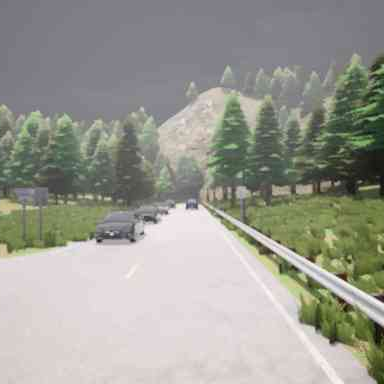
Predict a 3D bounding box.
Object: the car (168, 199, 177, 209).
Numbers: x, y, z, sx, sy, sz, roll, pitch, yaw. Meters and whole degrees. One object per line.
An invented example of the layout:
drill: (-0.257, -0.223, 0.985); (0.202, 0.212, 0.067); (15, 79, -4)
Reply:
car: (-3.532, 1.949, 53.391); (1.837, 1.490, 4.892); (0, -1, 0)

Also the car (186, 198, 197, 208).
car: (-0.022, 1.957, 60.392); (1.882, 1.535, 5.008); (0, 0, 0)

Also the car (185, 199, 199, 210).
car: (-0.019, 1.877, 50.014); (1.882, 1.535, 5.008); (0, 0, 0)

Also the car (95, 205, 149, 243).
car: (-3.607, 1.668, 17.347); (1.837, 1.490, 4.892); (0, 0, 0)

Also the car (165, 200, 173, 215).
car: (-3.609, 1.924, 37.952); (1.895, 1.301, 4.718); (0, 0, 0)

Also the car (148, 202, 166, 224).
car: (-3.608, 1.791, 27.673); (2.033, 1.411, 5.357); (0, 0, 0)
